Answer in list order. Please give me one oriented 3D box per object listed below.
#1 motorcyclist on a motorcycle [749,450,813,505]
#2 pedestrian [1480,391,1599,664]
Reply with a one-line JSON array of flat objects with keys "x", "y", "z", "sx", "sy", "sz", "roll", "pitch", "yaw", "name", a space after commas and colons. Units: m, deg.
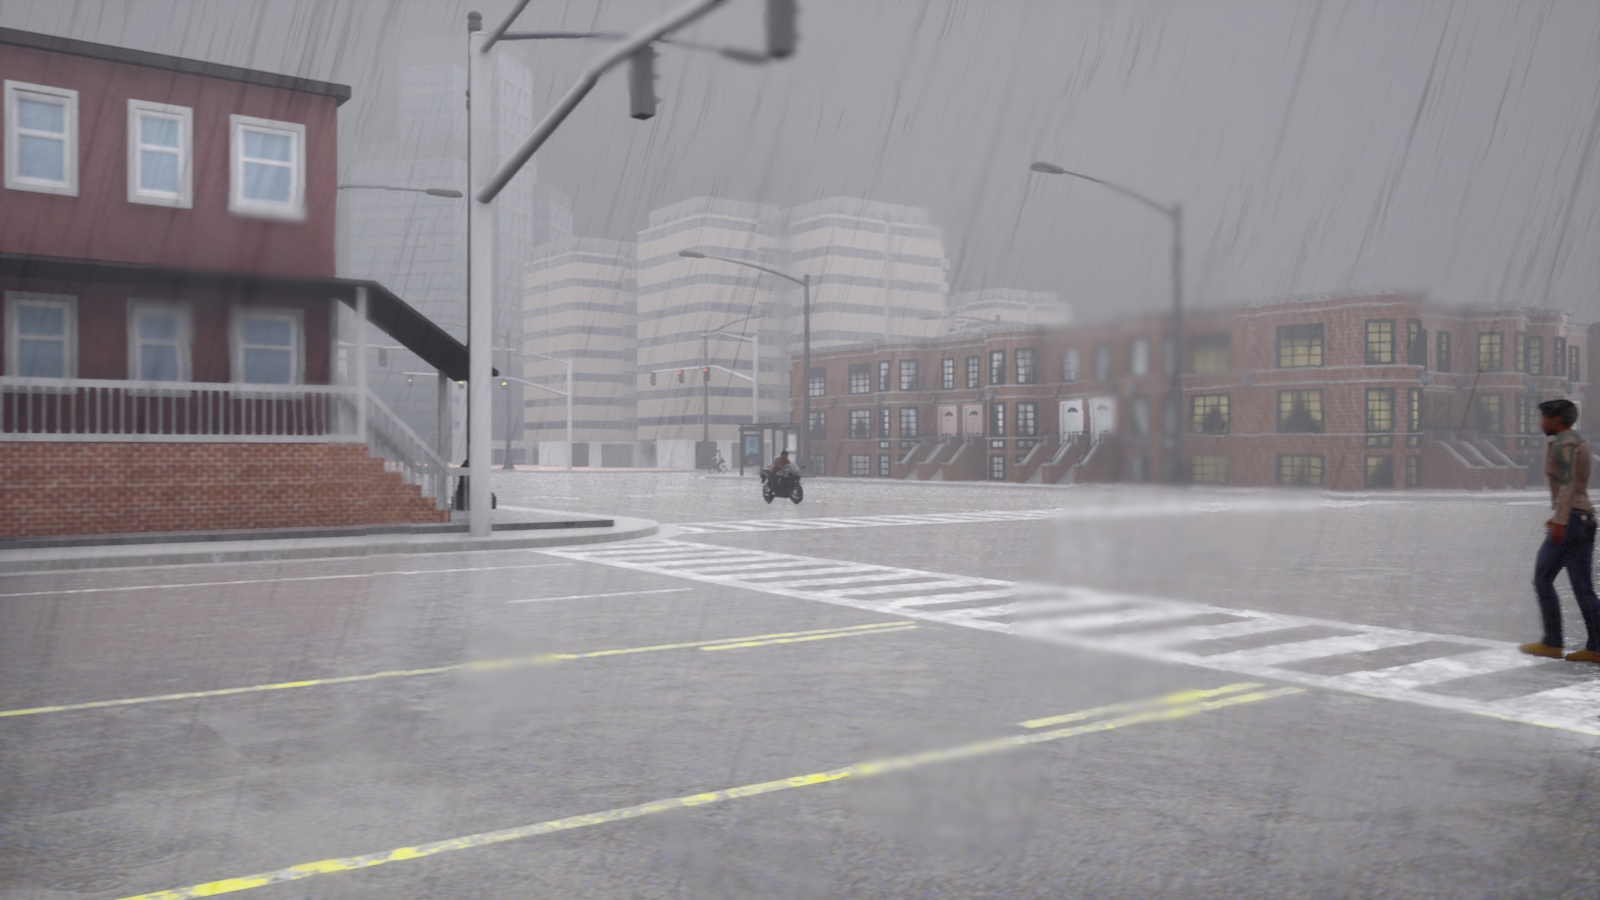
[{"x": -0.544, "y": 0.761, "z": 35.634, "sx": 0.797, "sy": 1.523, "sz": 2.044, "roll": 0, "pitch": 0, "yaw": -35, "name": "motorcyclist on a motorcycle"}, {"x": 5.219, "y": 0.515, "z": 8.656, "sx": 0.328, "sy": 1.805, "sz": 0.869, "roll": 0, "pitch": 0, "yaw": -44, "name": "pedestrian"}]
